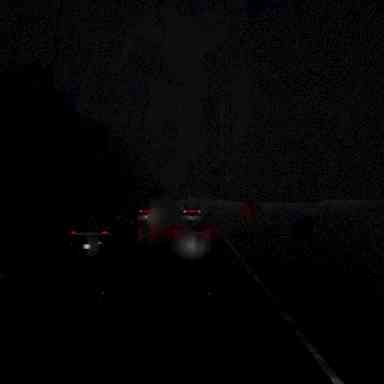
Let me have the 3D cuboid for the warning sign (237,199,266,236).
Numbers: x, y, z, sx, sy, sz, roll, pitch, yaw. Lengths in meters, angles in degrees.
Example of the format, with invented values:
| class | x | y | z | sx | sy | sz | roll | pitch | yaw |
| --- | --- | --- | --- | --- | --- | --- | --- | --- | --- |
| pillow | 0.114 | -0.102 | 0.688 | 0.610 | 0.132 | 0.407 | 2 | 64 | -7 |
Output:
| class | x | y | z | sx | sy | sz | roll | pitch | yaw |
| --- | --- | --- | --- | --- | --- | --- | --- | --- | --- |
| warning sign | 3.048 | 1.282 | 17.186 | 1.300 | 1.860 | 1.060 | 0 | -1 | 0 |

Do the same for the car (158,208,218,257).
| class | x | y | z | sx | sy | sz | roll | pitch | yaw |
| --- | --- | --- | --- | --- | --- | --- | --- | --- | --- |
| car | 0.020 | 1.624 | 13.518 | 2.128 | 1.511 | 4.902 | 0 | 0 | 0 |

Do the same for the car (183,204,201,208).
| class | x | y | z | sx | sy | sz | roll | pitch | yaw |
| --- | --- | --- | --- | --- | --- | --- | --- | --- | --- |
| car | 0.021 | 1.767 | 28.519 | 2.128 | 1.511 | 4.902 | 0 | 0 | 0 |

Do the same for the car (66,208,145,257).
| class | x | y | z | sx | sy | sz | roll | pitch | yaw |
| --- | --- | --- | --- | --- | --- | --- | --- | --- | --- |
| car | -3.480 | 1.624 | 13.519 | 2.128 | 1.511 | 4.902 | 0 | 0 | 0 |

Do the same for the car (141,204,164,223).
| class | x | y | z | sx | sy | sz | roll | pitch | yaw |
| --- | --- | --- | --- | --- | --- | --- | --- | --- | --- |
| car | -3.479 | 1.767 | 28.519 | 2.128 | 1.511 | 4.902 | 0 | 0 | 0 |
